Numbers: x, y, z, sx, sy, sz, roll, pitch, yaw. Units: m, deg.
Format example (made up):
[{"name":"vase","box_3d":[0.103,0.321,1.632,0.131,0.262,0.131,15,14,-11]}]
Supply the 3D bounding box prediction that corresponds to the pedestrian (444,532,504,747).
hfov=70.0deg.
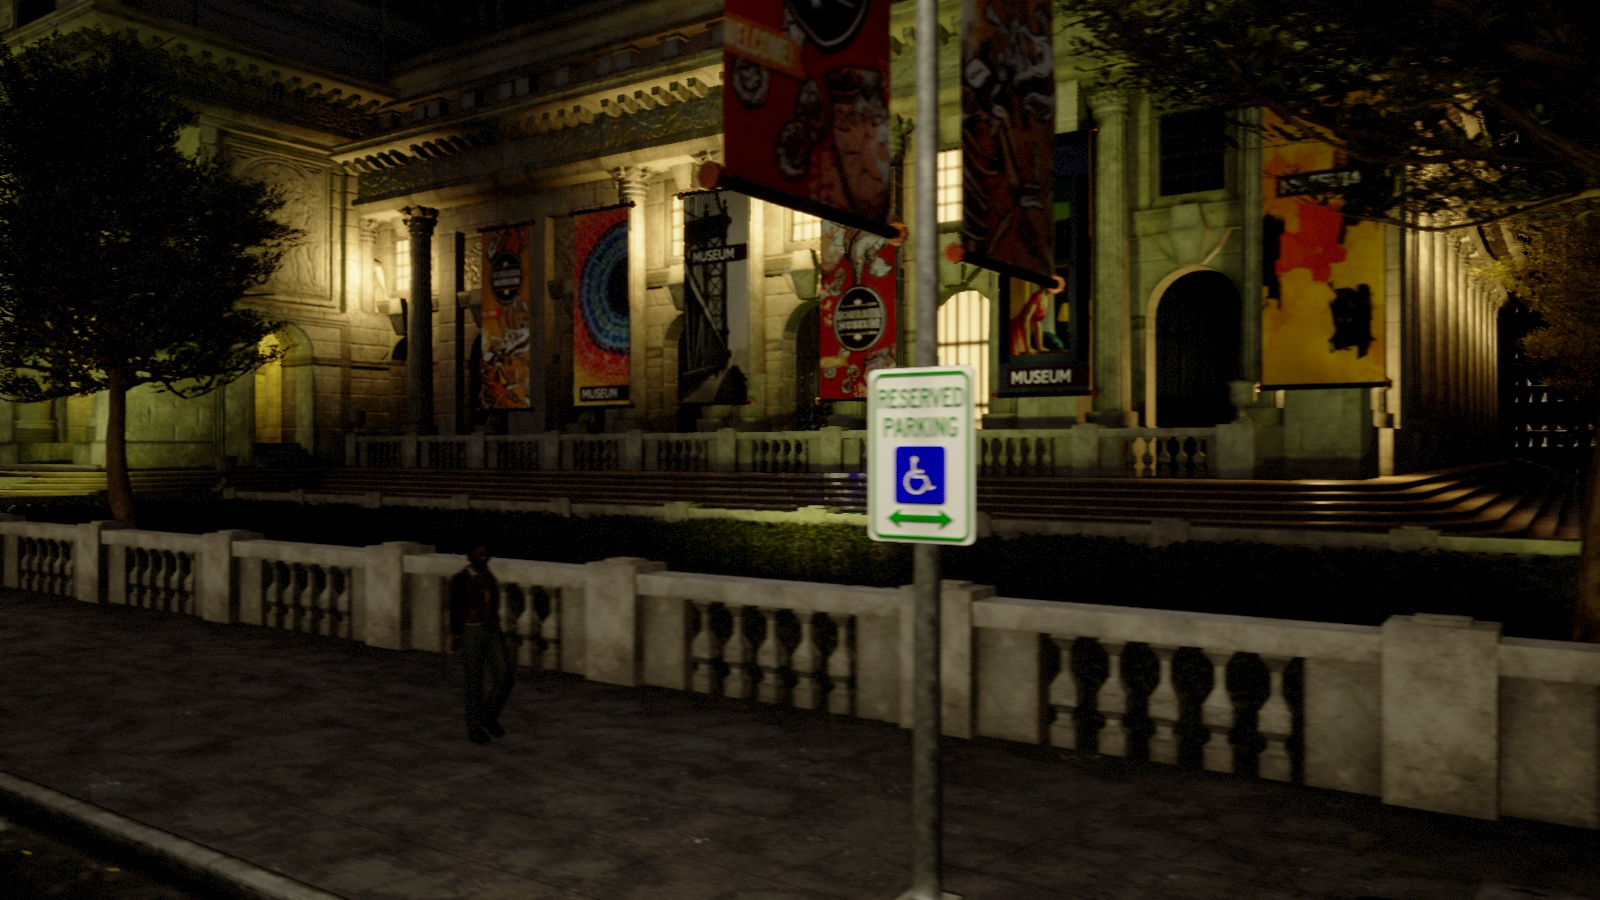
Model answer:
[{"name":"pedestrian","box_3d":[-2.958,1.695,10.361,0.375,1.860,0.375,0,0,42]}]
